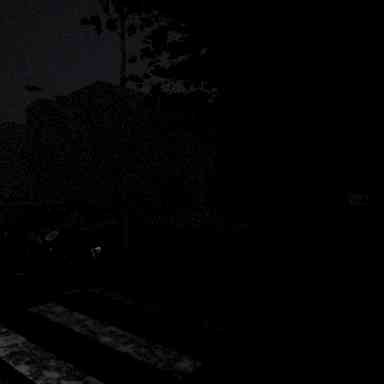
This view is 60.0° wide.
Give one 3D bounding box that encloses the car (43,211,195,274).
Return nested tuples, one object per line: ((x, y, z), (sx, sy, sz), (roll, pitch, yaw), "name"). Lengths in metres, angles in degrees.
((-1.916, 1.555, 11.007), (2.231, 1.521, 4.892), (0, 0, 40), "car")

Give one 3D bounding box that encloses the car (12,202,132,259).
((-3.987, 1.445, 12.825), (2.185, 1.767, 4.553), (0, 0, 41), "car")

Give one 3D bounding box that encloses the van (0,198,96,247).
((-6.180, 1.358, 14.503), (1.878, 1.987, 4.442), (0, 0, 41), "van")
